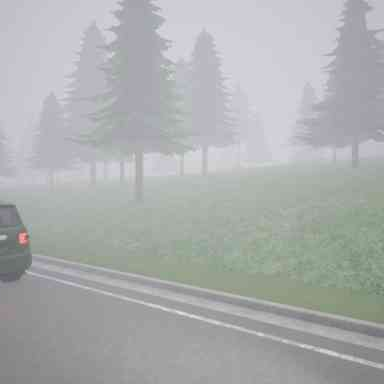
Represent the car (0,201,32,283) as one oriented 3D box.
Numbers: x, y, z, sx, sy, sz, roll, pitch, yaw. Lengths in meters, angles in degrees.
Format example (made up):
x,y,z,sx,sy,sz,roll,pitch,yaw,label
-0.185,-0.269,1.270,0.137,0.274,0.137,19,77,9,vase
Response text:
x,y,z,sx,sy,sz,roll,pitch,yaw,label
-6.324,1.217,8.468,5.566,2.045,2.150,0,0,36,car
